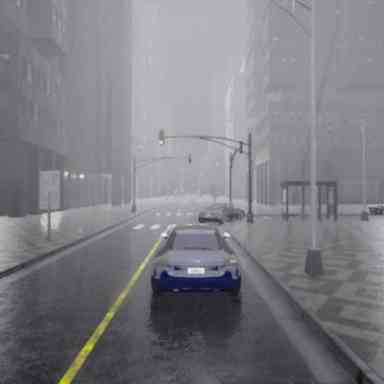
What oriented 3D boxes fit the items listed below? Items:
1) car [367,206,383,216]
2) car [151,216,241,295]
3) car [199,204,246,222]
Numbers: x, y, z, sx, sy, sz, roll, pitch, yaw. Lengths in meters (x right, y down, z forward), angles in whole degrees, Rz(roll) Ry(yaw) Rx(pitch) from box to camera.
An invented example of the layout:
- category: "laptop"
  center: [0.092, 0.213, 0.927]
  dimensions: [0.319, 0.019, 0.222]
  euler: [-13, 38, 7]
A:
- category: "car"
  center: [18.204, 1.522, 29.373]
  dimensions: [4.718, 1.301, 1.895]
  euler: [0, -1, 0]
- category: "car"
  center: [0.093, 1.571, 8.777]
  dimensions: [1.994, 1.385, 4.181]
  euler: [0, 0, 0]
- category: "car"
  center: [2.260, 1.536, 24.186]
  dimensions: [1.994, 1.385, 4.181]
  euler: [-1, 0, 34]
